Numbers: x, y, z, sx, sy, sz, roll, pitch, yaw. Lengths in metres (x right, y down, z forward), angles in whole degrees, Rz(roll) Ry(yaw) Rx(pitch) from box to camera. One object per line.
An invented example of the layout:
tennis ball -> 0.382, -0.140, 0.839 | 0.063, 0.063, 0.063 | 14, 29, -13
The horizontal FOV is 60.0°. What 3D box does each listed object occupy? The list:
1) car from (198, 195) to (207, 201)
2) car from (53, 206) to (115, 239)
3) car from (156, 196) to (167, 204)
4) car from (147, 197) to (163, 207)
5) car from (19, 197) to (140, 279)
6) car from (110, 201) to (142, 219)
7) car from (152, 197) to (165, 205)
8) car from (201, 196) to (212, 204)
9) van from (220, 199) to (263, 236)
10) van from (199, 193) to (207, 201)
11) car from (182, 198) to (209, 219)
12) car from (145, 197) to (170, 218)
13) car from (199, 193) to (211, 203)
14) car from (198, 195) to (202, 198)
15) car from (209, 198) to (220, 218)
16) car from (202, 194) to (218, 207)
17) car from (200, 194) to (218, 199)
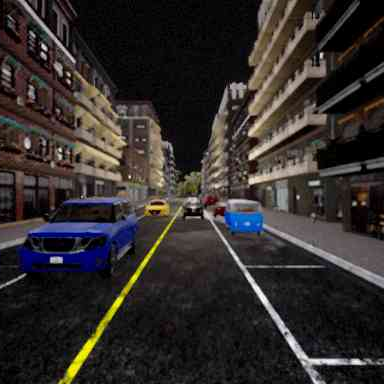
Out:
car -> 2.682, 1.475, 84.922 | 2.008, 1.369, 4.403 | 1, 0, 0
car -> -5.682, 1.549, 18.107 | 1.947, 1.339, 4.313 | 1, 0, 0
car -> -5.693, 1.525, 62.676 | 1.802, 1.307, 4.206 | 1, 0, 0
car -> -5.690, 1.497, 51.534 | 1.887, 1.381, 4.507 | 1, 0, 0
car -> -3.086, 1.212, 10.420 | 2.150, 2.045, 5.566 | 0, 0, 1
car -> -5.685, 1.539, 29.249 | 1.947, 1.339, 4.313 | 1, 0, 0
car -> -5.692, 1.530, 57.105 | 1.802, 1.307, 4.206 | 1, 0, 0
car -> 2.688, 1.468, 62.807 | 1.752, 1.417, 4.829 | 1, 0, 0
van -> 2.701, 1.324, 18.070 | 1.690, 1.788, 3.998 | 1, 0, 0
van -> 2.687, 1.270, 79.351 | 1.690, 1.788, 3.998 | 1, 0, 0
car -> 0.104, 1.520, 28.591 | 2.033, 1.411, 5.357 | 0, 0, 0
car -> -3.058, 1.449, 30.060 | 1.882, 1.535, 5.008 | 0, 0, 0
car -> 2.690, 1.253, 68.209 | 2.192, 1.841, 5.009 | 1, 0, 0
car -> 0.093, 1.483, 45.368 | 1.812, 1.442, 4.674 | 0, 0, 0
car -> 2.696, 1.517, 29.211 | 1.887, 1.381, 4.507 | 1, 0, 0
car -> 2.693, 1.267, 51.495 | 2.192, 1.841, 5.009 | 1, 0, 0
car -> 2.694, 1.272, 45.925 | 2.192, 1.841, 5.009 | 1, 0, 0
